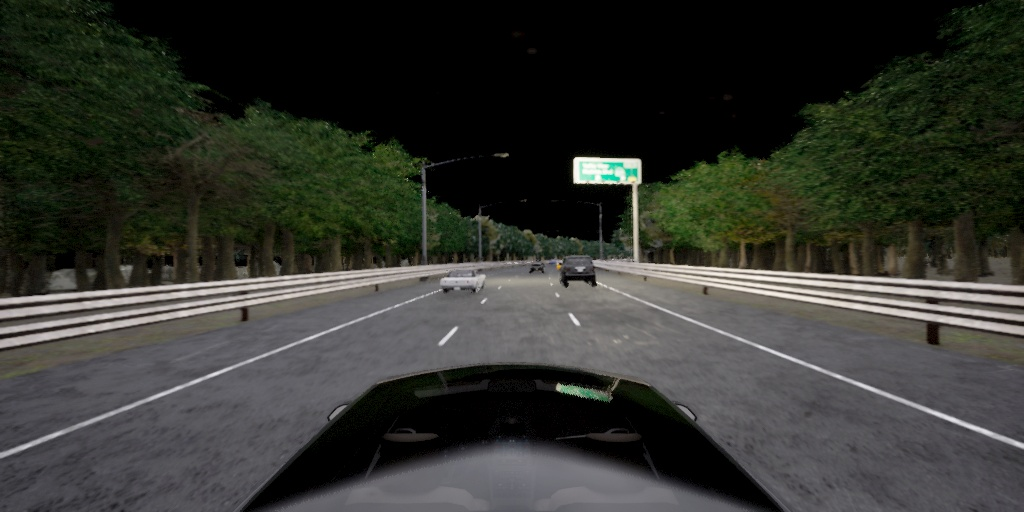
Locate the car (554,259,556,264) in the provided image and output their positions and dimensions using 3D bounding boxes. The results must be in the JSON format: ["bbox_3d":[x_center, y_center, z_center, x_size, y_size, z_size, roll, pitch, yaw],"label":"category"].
[{"bbox_3d":[7.448,1.410,51.315,1.882,1.535,5.008,-1,-1,8],"label":"car"}]

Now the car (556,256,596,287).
[{"bbox_3d":[4.522,0.999,25.168,2.150,2.045,5.566,-1,0,5],"label":"car"}]

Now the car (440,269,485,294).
[{"bbox_3d":[-2.782,1.456,21.457,1.895,1.301,4.718,-1,0,4],"label":"car"}]

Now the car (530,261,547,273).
[{"bbox_3d":[3.457,1.456,47.605,1.837,1.490,4.892,-1,-1,8],"label":"car"}]
